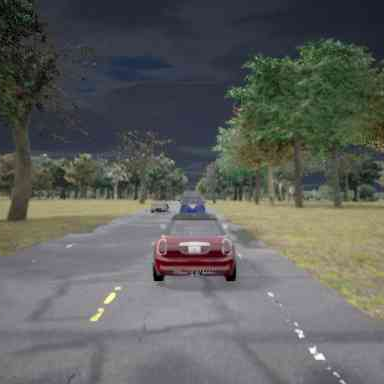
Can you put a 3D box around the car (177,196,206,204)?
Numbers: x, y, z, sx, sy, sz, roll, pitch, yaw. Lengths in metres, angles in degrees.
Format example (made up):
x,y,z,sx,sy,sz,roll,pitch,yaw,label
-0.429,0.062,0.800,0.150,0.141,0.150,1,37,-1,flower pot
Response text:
x,y,z,sx,sy,sz,roll,pitch,yaw,label
0.071,1.373,30.178,2.150,2.045,5.566,0,0,0,car

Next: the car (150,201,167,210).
x,y,z,sx,sy,sz,roll,pitch,yaw,label
-3.624,1.766,38.148,1.994,1.385,4.181,0,0,0,car

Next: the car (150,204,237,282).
x,y,z,sx,sy,sz,roll,pitch,yaw,label
0.067,1.399,10.056,2.097,1.767,4.553,0,0,0,car

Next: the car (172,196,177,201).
x,y,z,sx,sy,sz,roll,pitch,yaw,label
-3.562,1.648,78.933,1.882,1.535,5.008,0,-1,0,car
